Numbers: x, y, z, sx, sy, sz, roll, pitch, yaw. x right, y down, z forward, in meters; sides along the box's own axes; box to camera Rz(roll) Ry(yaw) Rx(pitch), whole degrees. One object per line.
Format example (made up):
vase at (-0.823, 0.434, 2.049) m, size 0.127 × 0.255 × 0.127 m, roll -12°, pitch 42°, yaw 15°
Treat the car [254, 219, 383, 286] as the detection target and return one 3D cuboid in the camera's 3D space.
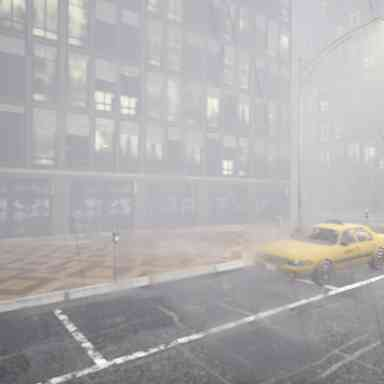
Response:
car at (3.834, 1.472, 9.274) m, size 4.829 × 1.417 × 1.752 m, roll 0°, pitch 1°, yaw -35°
